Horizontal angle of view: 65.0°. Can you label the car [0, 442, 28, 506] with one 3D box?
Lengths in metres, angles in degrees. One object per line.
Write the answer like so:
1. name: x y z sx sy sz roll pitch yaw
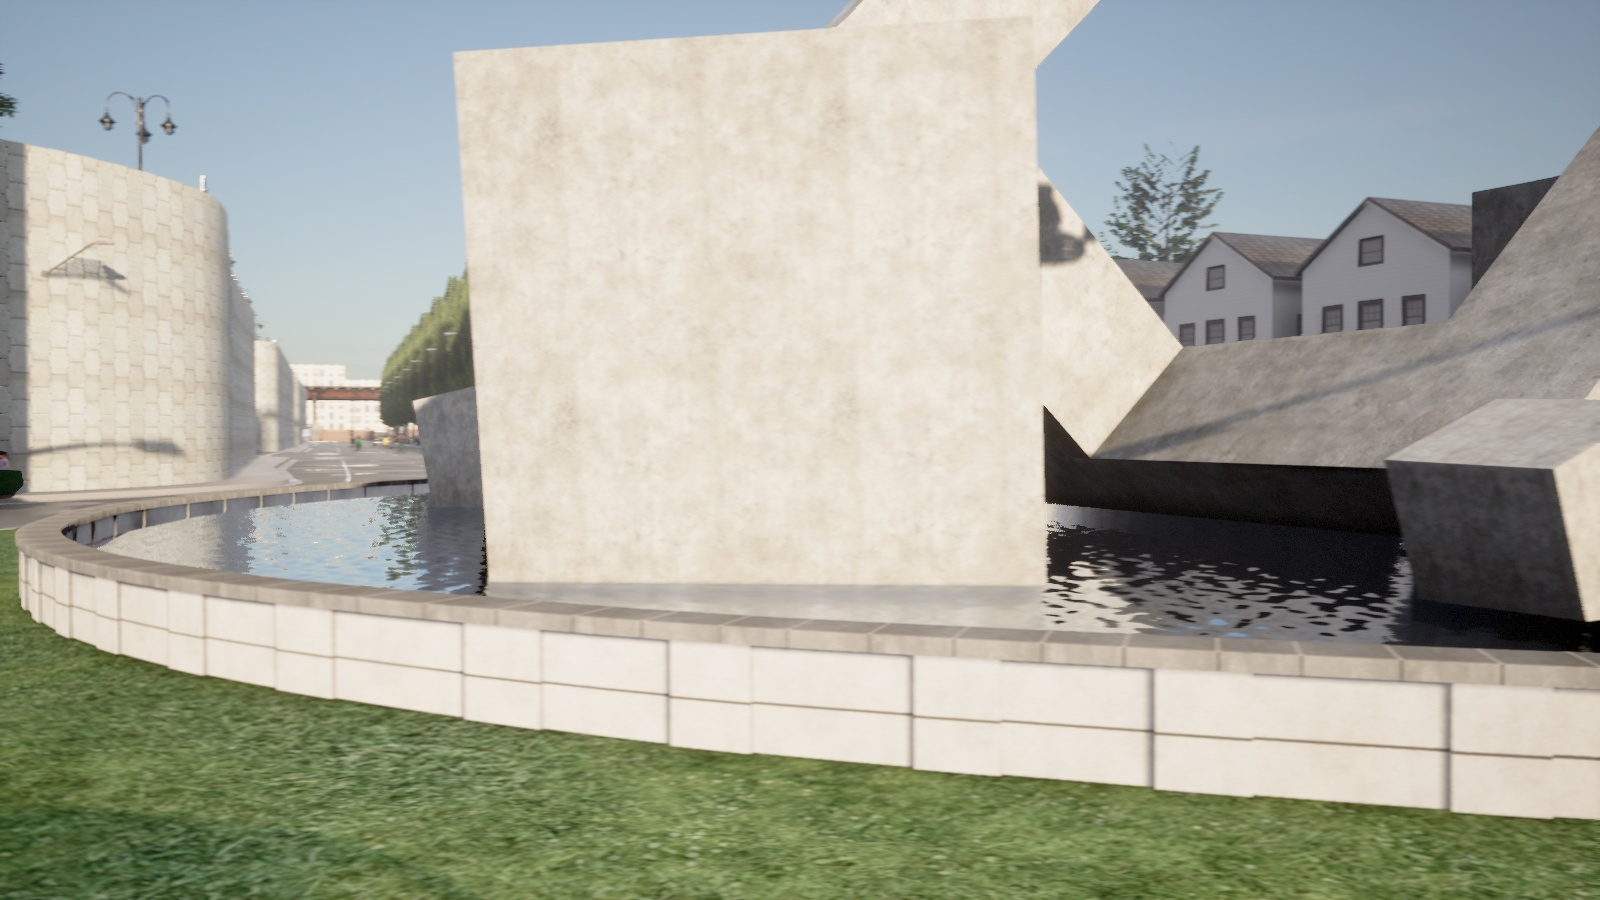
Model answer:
1. car: -18.082 0.505 24.564 1.895 1.301 4.718 1 1 31
